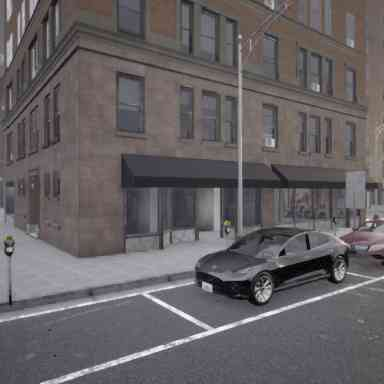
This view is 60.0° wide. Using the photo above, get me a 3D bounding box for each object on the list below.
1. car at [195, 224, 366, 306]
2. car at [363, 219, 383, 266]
[{"bbox_3d":[2.077,1.566,8.049,4.313,1.339,1.947,0,0,-36],"label":"car"},{"bbox_3d":[6.540,1.582,11.267,4.206,1.307,1.802,0,0,-36],"label":"car"}]
